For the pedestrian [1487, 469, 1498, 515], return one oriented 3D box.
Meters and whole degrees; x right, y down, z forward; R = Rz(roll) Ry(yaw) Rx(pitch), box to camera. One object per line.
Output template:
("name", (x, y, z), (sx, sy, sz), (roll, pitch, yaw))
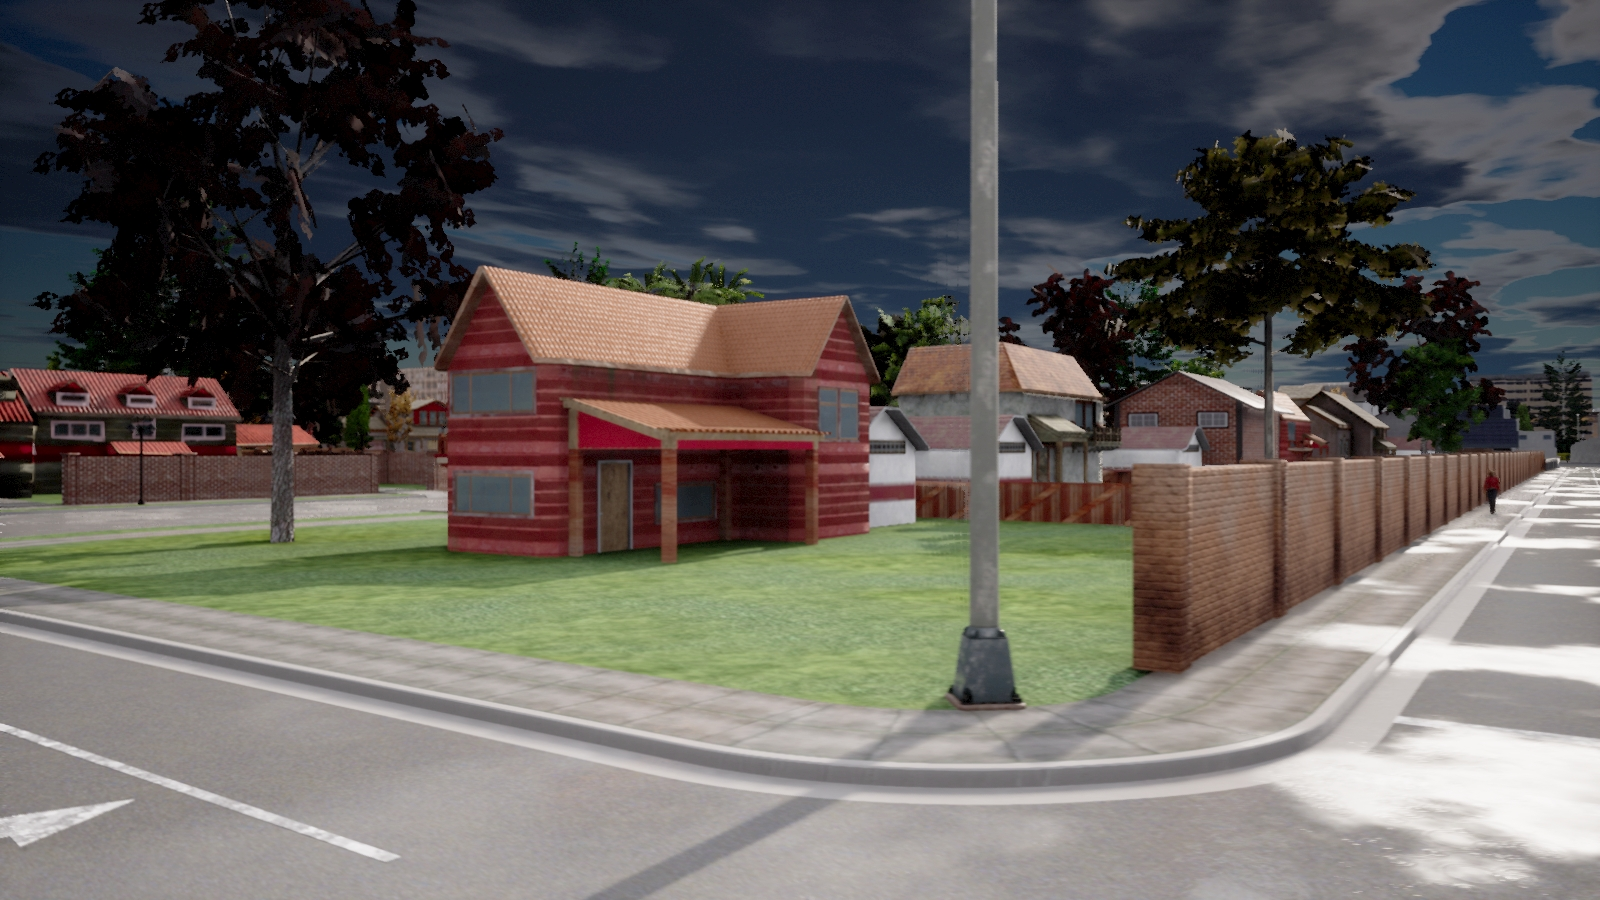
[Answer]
("pedestrian", (28.157, 1.696, 46.451), (0.375, 1.860, 0.375), (0, 0, 34))
